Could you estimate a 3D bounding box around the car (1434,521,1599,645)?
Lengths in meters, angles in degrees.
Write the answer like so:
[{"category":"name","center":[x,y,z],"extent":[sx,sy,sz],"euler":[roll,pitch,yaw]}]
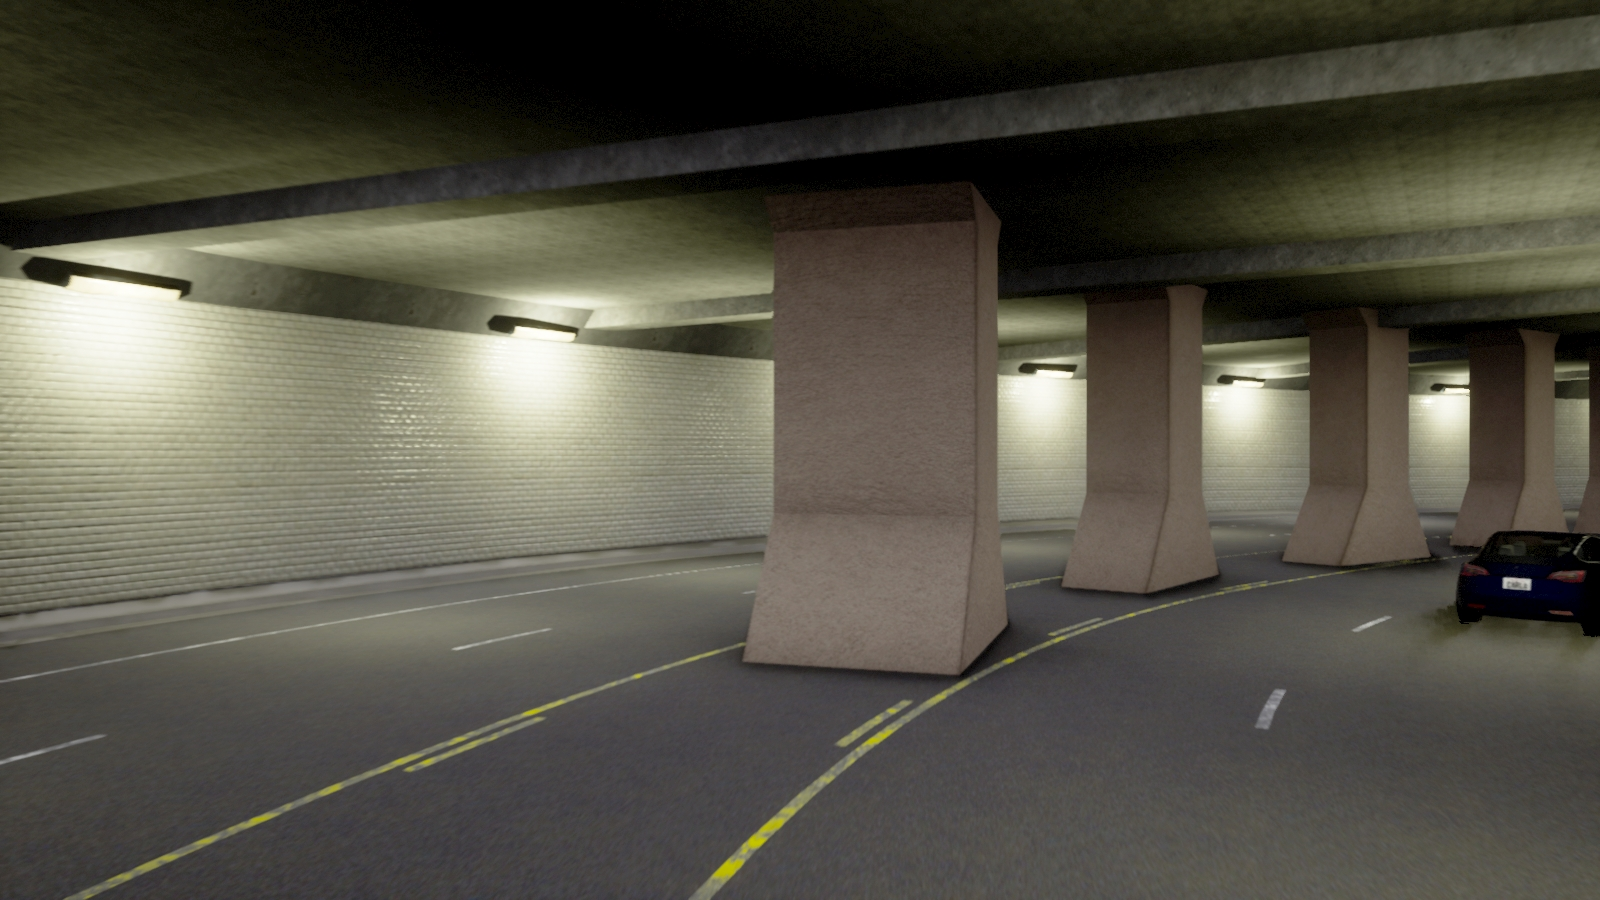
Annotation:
[{"category":"car","center":[12.396,2.068,18.975],"extent":[2.163,1.488,4.792],"euler":[0,0,43]}]
